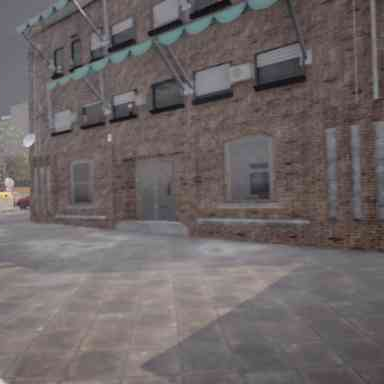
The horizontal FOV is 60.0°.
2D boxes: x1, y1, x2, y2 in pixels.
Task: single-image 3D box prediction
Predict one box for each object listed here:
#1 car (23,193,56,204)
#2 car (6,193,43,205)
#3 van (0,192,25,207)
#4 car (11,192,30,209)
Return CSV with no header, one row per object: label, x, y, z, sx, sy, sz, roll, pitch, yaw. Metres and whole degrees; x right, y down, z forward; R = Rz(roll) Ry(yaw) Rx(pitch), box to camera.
car,-24.124,0.994,52.679,4.674,1.452,2.002,-2,3,24
car,-25.243,1.116,50.126,4.892,1.521,2.231,-2,2,24
van,-26.256,1.042,47.511,4.442,1.987,1.878,-2,2,24
car,-17.233,0.900,37.737,5.566,2.045,2.435,-2,2,24
